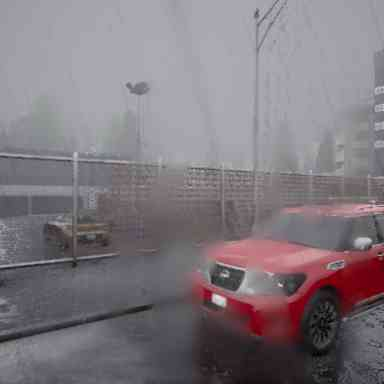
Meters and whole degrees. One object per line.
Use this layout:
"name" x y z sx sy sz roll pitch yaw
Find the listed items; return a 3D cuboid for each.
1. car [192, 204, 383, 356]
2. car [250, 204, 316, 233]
"car" 2.654 1.271 6.499 5.566 2.045 2.150 1 0 -35
"car" 5.627 1.548 20.813 1.845 1.501 3.633 1 0 -36
